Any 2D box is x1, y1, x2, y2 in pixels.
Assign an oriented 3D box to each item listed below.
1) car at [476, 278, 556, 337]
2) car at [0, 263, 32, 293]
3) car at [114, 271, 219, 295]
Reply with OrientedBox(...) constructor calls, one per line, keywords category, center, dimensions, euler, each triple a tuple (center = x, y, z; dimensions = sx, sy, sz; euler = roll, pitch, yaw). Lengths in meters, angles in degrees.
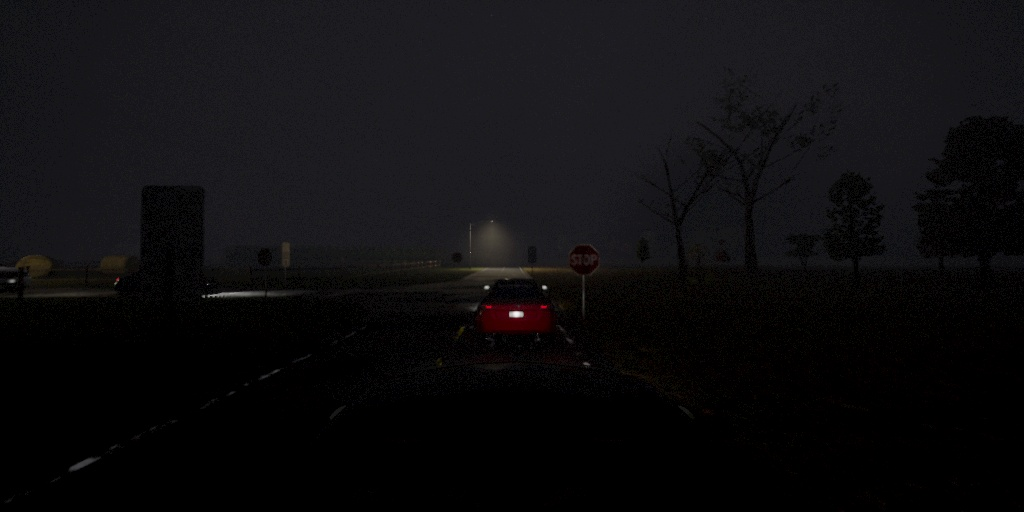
OrientedBox(category="car", center=(0.105, 1.330, 10.322), dimensions=(1.994, 1.385, 4.181), euler=(0, 0, 0))
OrientedBox(category="car", center=(-28.721, 0.953, 18.555), dimensions=(5.566, 2.045, 2.150), euler=(0, -1, -2))
OrientedBox(category="car", center=(-18.044, 1.309, 18.860), dimensions=(4.181, 1.385, 1.994), euler=(0, -1, -2))
